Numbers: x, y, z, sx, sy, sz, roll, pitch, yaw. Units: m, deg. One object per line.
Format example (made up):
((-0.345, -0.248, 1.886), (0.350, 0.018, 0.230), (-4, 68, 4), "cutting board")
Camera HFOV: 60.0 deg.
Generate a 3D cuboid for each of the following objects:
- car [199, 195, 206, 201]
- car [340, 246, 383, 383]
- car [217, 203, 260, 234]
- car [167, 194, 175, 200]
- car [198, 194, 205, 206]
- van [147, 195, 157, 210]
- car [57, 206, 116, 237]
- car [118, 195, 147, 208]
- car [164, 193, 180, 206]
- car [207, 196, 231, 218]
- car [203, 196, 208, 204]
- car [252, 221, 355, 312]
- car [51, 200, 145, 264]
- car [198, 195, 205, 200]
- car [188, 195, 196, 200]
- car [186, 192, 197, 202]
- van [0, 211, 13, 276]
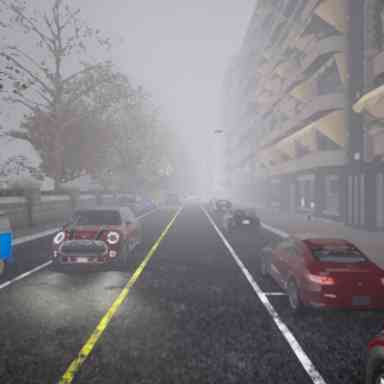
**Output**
((2.676, 1.459, 86.187), (1.887, 1.381, 4.507), (0, 0, 0), "car")
((2.690, 1.437, 1.732), (1.967, 1.590, 4.097), (0, 0, 0), "car")
((2.687, 1.531, 18.624), (1.947, 1.339, 4.313), (0, 0, 0), "car")
((-5.706, 1.356, 91.816), (1.967, 1.590, 4.097), (0, 0, 0), "car")
((2.344, 1.451, 54.797), (1.812, 1.442, 4.674), (0, 0, 0), "car")
((-5.697, 1.278, 41.142), (1.690, 1.788, 3.998), (0, 0, 0), "van")
((-5.693, 1.531, 18.622), (1.947, 1.339, 4.313), (0, 0, 0), "car")
((-5.695, 1.264, 29.882), (2.192, 1.841, 5.009), (0, 0, 0), "car")
((-3.084, 1.148, 52.757), (2.150, 2.045, 5.566), (0, 0, 0), "car")
((2.685, 1.389, 29.883), (1.967, 1.590, 4.097), (0, 0, 0), "car")
((2.684, 1.461, 41.314), (1.752, 1.417, 4.829), (0, 0, 0), "car")
((2.689, 1.568, 7.363), (1.802, 1.307, 4.206), (0, 0, 0), "car")
((-3.101, 1.330, 11.636), (2.097, 1.767, 4.553), (0, 0, 0), "car")
((2.674, 1.460, 91.818), (1.887, 1.381, 4.507), (0, 0, 0), "car")
((-0.014, 1.397, 89.307), (2.033, 1.411, 5.357), (0, 0, 0), "car")
((-0.012, 1.005, 73.176), (2.150, 2.045, 5.566), (0, 0, 0), "car")
((-5.691, 1.327, 7.361), (1.690, 1.788, 3.998), (0, 0, 0), "van")
